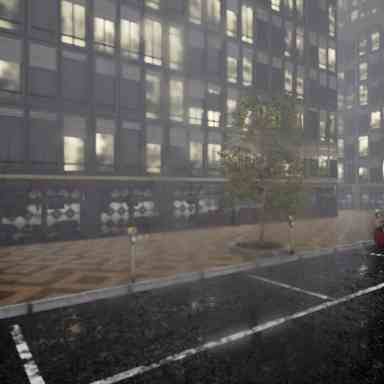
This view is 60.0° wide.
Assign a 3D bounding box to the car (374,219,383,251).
[{"bbox_3d":[8.836,1.210,12.357,5.009,1.841,2.192,-1,0,-35],"label":"car"}]
